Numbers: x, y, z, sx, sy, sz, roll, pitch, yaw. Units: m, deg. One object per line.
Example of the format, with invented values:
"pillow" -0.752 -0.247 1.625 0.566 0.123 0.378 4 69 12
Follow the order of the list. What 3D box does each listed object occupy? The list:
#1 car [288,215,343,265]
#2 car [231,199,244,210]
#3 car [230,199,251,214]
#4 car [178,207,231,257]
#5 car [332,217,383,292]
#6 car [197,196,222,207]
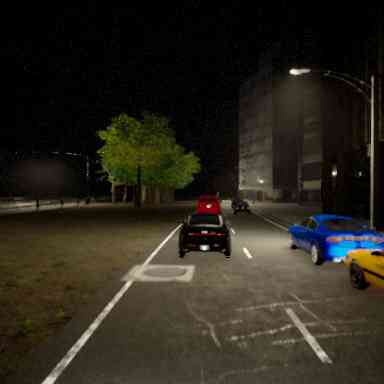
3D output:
"car" 4.875 1.567 11.982 1.882 1.535 5.008 0 0 2
"car" 6.890 1.822 50.562 1.837 1.490 4.892 0 0 7
"car" 5.693 1.785 38.108 2.033 1.411 5.357 0 0 6
"car" 0.510 1.575 13.267 1.837 1.490 4.892 0 0 2
"car" 4.669 1.513 6.250 1.801 1.575 5.366 0 0 2
"car" 1.655 1.398 31.649 2.150 2.045 5.566 0 0 5
